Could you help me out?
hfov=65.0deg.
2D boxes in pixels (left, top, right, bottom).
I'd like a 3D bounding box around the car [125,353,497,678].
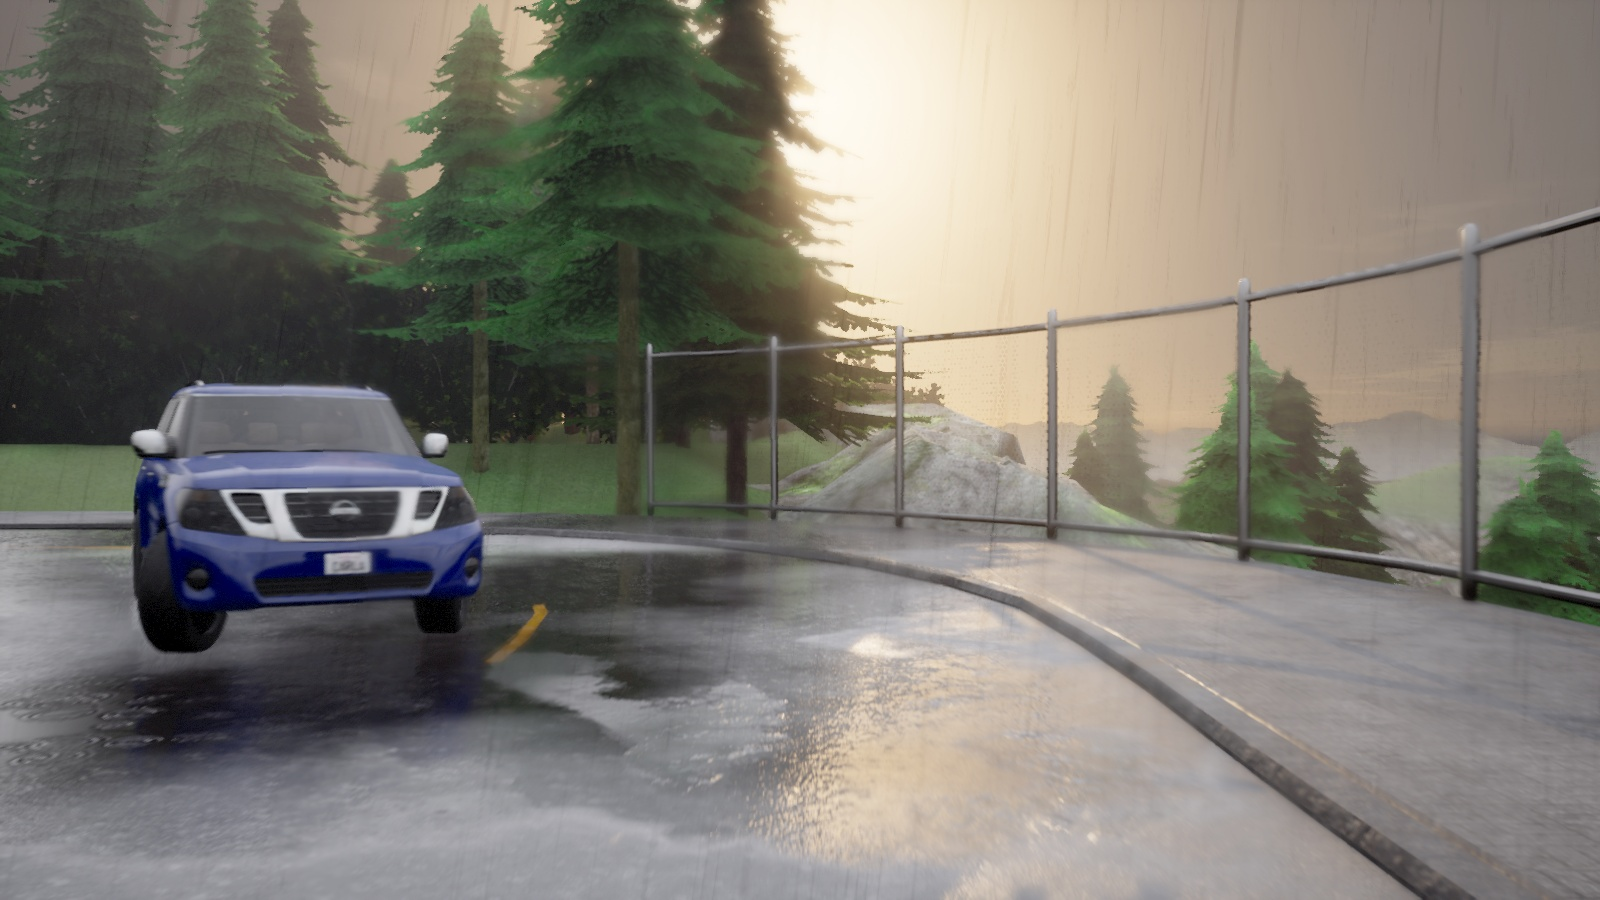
[{"bbox_3d":[-4.502,0.402,10.851,2.150,2.045,5.566,0,0,-30],"label":"car"}]
